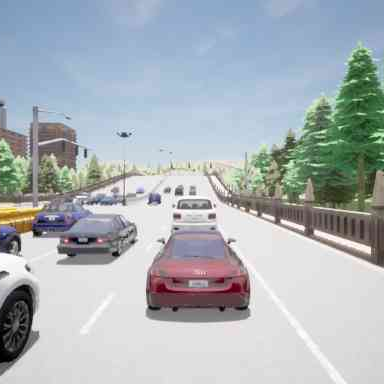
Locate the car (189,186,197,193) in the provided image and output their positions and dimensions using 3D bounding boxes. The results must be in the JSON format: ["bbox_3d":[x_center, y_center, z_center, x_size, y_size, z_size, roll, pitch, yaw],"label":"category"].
[{"bbox_3d":[0.168,-0.022,86.368,2.128,1.511,4.902,0,7,0],"label":"car"}]

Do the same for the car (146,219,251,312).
[{"bbox_3d":[0.109,1.564,7.803,1.994,1.385,4.181,0,0,0],"label":"car"}]

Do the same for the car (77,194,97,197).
[{"bbox_3d":[-17.505,1.484,57.110,2.128,1.511,4.902,0,0,1],"label":"car"}]

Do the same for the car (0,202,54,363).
[{"bbox_3d":[-3.396,1.222,2.720,2.150,2.045,5.566,0,0,0],"label":"car"}]

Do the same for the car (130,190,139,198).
[{"bbox_3d":[-13.902,0.916,75.638,1.882,1.535,5.008,0,3,0],"label":"car"}]

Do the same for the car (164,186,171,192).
[{"bbox_3d":[-6.789,-0.824,93.026,1.812,1.442,4.674,0,7,0],"label":"car"}]

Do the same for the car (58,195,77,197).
[{"bbox_3d":[-21.081,1.351,54.206,2.097,1.767,4.553,0,0,2],"label":"car"}]

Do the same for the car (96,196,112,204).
[{"bbox_3d":[-17.444,1.499,66.244,1.895,1.301,4.718,0,2,0],"label":"car"}]

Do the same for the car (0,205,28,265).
[{"bbox_3d":[-6.892,1.352,9.562,2.097,1.767,4.553,0,0,0],"label":"car"}]

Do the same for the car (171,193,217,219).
[{"bbox_3d":[0.115,1.222,17.210,2.150,2.045,5.566,0,0,0],"label":"car"}]

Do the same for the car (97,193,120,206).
[{"bbox_3d":[-14.016,1.471,56.054,1.882,1.535,5.008,0,0,0],"label":"car"}]

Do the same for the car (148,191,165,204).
[{"bbox_3d":[-6.808,1.206,61.920,2.150,2.045,5.566,0,0,0],"label":"car"}]

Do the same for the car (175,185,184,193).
[{"bbox_3d":[-3.334,-0.282,85.970,2.150,2.045,5.566,0,7,0],"label":"car"}]

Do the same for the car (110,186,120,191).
[{"bbox_3d":[-20.806,-0.764,90.373,1.882,1.535,5.008,0,7,0],"label":"car"}]

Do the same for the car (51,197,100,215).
[{"bbox_3d":[-6.935,1.352,18.492,2.097,1.767,4.553,0,0,-1],"label":"car"}]

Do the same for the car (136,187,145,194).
[{"bbox_3d":[-13.817,-0.404,88.645,1.882,1.535,5.008,0,7,0],"label":"car"}]

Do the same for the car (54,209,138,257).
[{"bbox_3d":[-3.394,1.547,12.912,2.033,1.411,5.357,0,0,0],"label":"car"}]

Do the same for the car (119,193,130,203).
[{"bbox_3d":[-13.963,1.449,65.362,1.812,1.442,4.674,0,1,0],"label":"car"}]

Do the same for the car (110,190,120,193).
[{"bbox_3d":[-17.398,1.002,76.188,1.895,1.301,4.718,0,3,0],"label":"car"}]
